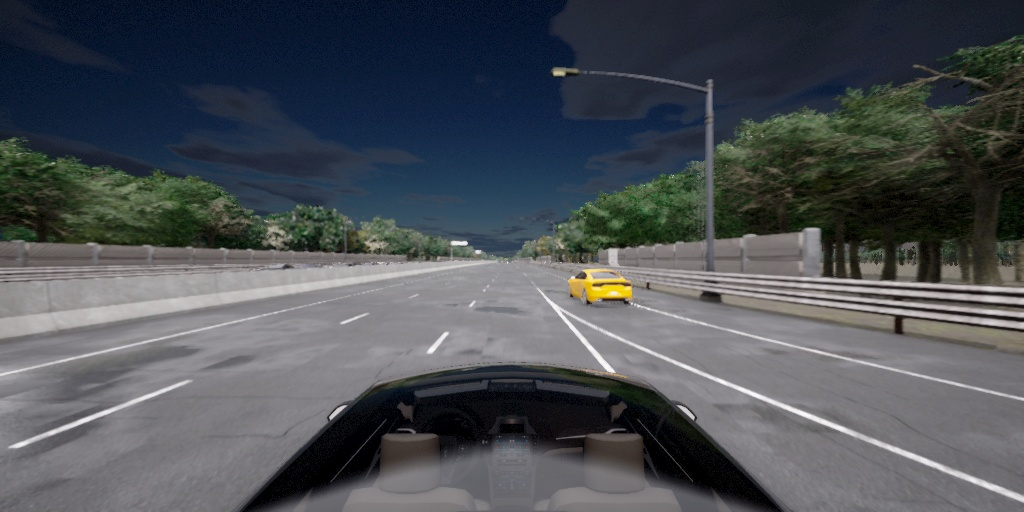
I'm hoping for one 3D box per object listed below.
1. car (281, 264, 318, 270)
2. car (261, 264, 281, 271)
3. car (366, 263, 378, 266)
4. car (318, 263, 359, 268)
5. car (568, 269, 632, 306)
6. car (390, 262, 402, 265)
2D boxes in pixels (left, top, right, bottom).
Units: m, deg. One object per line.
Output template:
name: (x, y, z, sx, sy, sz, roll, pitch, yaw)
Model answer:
car: (-21.082, 1.555, 37.273, 2.128, 1.511, 4.902, 0, -1, 0)
car: (-24.578, 1.593, 37.963, 1.812, 1.442, 4.674, 0, -1, 0)
car: (-21.090, 1.753, 53.429, 2.033, 1.411, 5.357, 0, -1, 0)
car: (-17.585, 1.569, 37.198, 1.837, 1.490, 4.892, 0, -1, 0)
car: (3.953, 1.361, 16.841, 1.882, 1.535, 5.008, 0, 0, -3)
car: (-17.600, 1.701, 53.748, 2.128, 1.511, 4.902, 0, 0, 0)
